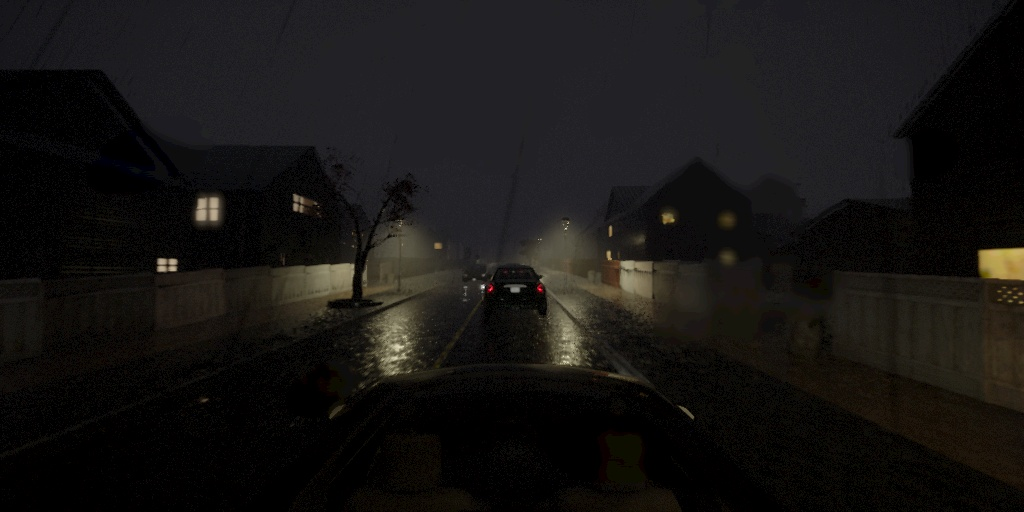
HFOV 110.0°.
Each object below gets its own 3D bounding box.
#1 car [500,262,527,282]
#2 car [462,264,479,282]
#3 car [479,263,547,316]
[{"bbox_3d":[0.112,1.290,30.526,2.033,1.411,5.357,0,0,0],"label":"car"},{"bbox_3d":[-2.739,1.317,28.635,2.033,1.411,5.357,0,0,0],"label":"car"},{"bbox_3d":[0.105,1.093,13.481,2.097,1.767,4.553,0,0,0],"label":"car"}]
